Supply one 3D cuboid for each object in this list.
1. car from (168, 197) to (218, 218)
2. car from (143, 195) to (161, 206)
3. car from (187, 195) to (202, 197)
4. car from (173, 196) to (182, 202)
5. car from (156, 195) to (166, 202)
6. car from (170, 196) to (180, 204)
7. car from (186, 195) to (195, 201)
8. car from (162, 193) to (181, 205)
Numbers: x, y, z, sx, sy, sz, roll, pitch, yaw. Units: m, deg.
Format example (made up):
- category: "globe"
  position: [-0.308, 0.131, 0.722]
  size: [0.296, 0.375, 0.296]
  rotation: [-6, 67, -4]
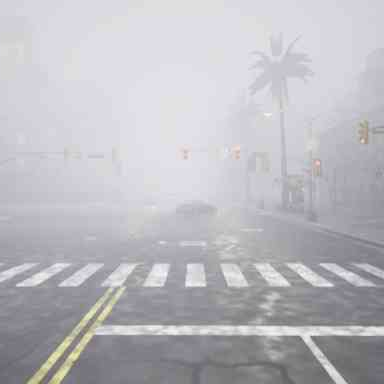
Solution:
- category: "car"
  position: [0.467, 1.490, 30.162]
  size: [2.128, 1.511, 4.902]
  rotation: [0, 0, 35]
- category: "car"
  position: [-6.947, 1.351, 56.415]
  size: [2.097, 1.767, 4.553]
  rotation: [0, 0, 1]
- category: "car"
  position: [0.190, 1.546, 54.083]
  size: [2.033, 1.411, 5.357]
  rotation: [0, 0, 0]
- category: "car"
  position: [-3.371, 1.593, 77.211]
  size: [1.895, 1.301, 4.718]
  rotation: [0, 0, 0]
- category: "car"
  position: [-6.874, 1.522, 75.195]
  size: [1.812, 1.442, 4.674]
  rotation: [0, 0, 0]
- category: "car"
  position: [-3.404, 1.524, 67.117]
  size: [1.812, 1.442, 4.674]
  rotation: [0, 0, 1]
- category: "car"
  position: [-0.394, 1.522, 90.133]
  size: [1.812, 1.442, 4.674]
  rotation: [0, 0, -8]
- category: "car"
  position: [-3.432, 1.220, 57.608]
  size: [2.150, 2.045, 5.566]
  rotation: [0, 0, 1]
